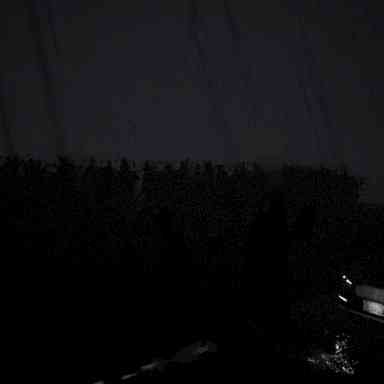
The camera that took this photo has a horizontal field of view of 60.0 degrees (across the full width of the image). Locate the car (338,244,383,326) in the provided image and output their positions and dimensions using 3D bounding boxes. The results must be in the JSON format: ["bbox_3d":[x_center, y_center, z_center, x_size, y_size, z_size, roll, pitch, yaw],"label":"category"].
[{"bbox_3d":[4.775,1.488,6.421,4.902,1.511,2.128,0,0,-35],"label":"car"}]
